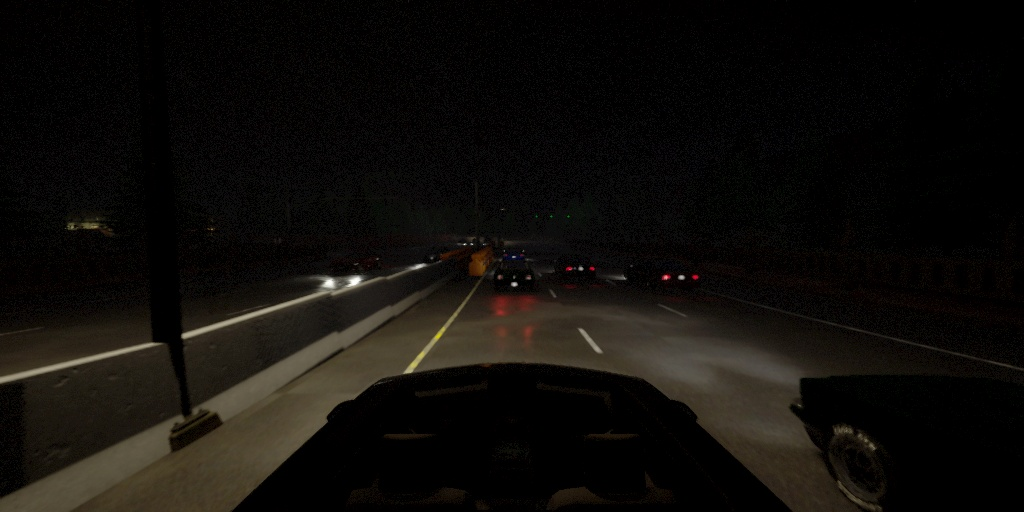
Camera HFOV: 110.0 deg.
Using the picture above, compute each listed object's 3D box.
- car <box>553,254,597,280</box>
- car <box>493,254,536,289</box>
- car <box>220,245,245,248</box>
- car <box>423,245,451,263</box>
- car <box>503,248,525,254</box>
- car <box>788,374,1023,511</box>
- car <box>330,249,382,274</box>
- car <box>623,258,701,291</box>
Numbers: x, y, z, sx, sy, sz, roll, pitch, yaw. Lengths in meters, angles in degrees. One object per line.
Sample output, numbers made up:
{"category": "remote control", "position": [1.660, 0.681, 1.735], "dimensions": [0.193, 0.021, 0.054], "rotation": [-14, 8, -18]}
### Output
{"category": "car", "position": [3.616, 0.571, 21.292], "dimensions": [2.033, 1.411, 5.357], "rotation": [0, 3, 0]}
{"category": "car", "position": [0.107, 0.828, 17.883], "dimensions": [1.895, 1.301, 4.718], "rotation": [0, 3, 0]}
{"category": "car", "position": [-38.766, -1.077, 49.743], "dimensions": [4.718, 1.301, 1.895], "rotation": [0, 3, 1]}
{"category": "car", "position": [-6.955, -0.229, 33.735], "dimensions": [2.128, 1.511, 4.902], "rotation": [0, 3, 1]}
{"category": "car", "position": [0.169, -0.050, 31.966], "dimensions": [1.994, 1.385, 4.181], "rotation": [0, 3, 0]}
{"category": "car", "position": [3.601, 1.337, 1.288], "dimensions": [1.895, 1.301, 4.718], "rotation": [0, 0, 0]}
{"category": "car", "position": [-10.558, 0.303, 24.587], "dimensions": [1.882, 1.535, 5.008], "rotation": [0, 3, 0]}
{"category": "car", "position": [7.106, 0.795, 17.544], "dimensions": [2.033, 1.411, 5.357], "rotation": [0, 3, 0]}
